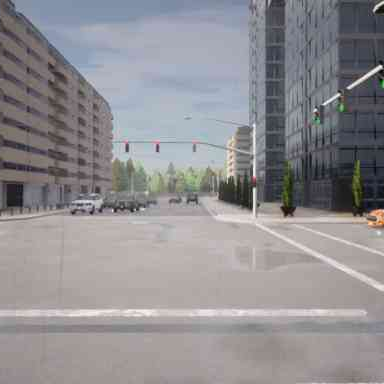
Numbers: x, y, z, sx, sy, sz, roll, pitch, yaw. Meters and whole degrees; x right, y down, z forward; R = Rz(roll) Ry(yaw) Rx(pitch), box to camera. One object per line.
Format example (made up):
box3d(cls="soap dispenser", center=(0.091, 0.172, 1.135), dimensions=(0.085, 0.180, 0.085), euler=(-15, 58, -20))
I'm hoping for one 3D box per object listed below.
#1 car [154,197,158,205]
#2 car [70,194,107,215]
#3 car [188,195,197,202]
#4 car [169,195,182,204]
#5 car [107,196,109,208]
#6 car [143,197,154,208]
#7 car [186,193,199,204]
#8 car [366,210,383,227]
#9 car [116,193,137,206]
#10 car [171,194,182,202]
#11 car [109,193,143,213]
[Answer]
box3d(cls="car", center=(-7.187, 1.564, 58.379), dimensions=(1.994, 1.385, 4.181), euler=(0, 0, 1))
box3d(cls="car", center=(-10.928, 1.221, 34.940), dimensions=(2.150, 2.045, 5.566), euler=(0, 0, -1))
box3d(cls="car", center=(0.098, 1.500, 74.538), dimensions=(1.837, 1.490, 4.892), euler=(0, 0, 1))
box3d(cls="car", center=(-3.432, 1.525, 64.244), dimensions=(1.812, 1.442, 4.674), euler=(0, 0, 1))
box3d(cls="car", center=(-10.867, 1.352, 44.784), dimensions=(2.097, 1.767, 4.553), euler=(0, 0, 1))
box3d(cls="car", center=(-7.325, 1.547, 48.359), dimensions=(2.033, 1.411, 5.357), euler=(0, 0, 1))
box3d(cls="car", center=(0.062, 1.221, 63.825), dimensions=(2.150, 2.045, 5.566), euler=(0, 0, 1))
box3d(cls="car", center=(13.579, 1.407, 21.101), dimensions=(4.553, 1.767, 2.097), euler=(0, 0, 0))
box3d(cls="car", center=(-10.736, 1.221, 54.985), dimensions=(2.150, 2.045, 5.566), euler=(0, 0, 1))
box3d(cls="car", center=(-3.410, 1.355, 74.261), dimensions=(2.097, 1.767, 4.553), euler=(0, 0, 1))
box3d(cls="car", center=(-7.419, 1.221, 38.114), dimensions=(2.150, 2.045, 5.566), euler=(0, 0, 1))
